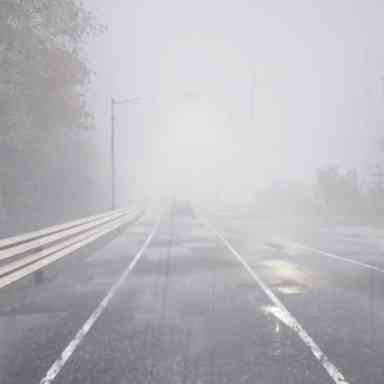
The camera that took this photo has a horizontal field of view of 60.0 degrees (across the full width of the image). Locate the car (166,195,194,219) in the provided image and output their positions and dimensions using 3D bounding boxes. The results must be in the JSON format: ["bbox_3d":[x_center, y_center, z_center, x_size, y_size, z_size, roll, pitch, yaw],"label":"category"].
[{"bbox_3d":[-1.008,1.342,29.103,2.097,1.767,4.553,0,0,-5],"label":"car"}]

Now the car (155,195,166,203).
[{"bbox_3d":[-5.520,1.383,64.484,1.837,1.490,4.892,0,0,-10],"label":"car"}]
